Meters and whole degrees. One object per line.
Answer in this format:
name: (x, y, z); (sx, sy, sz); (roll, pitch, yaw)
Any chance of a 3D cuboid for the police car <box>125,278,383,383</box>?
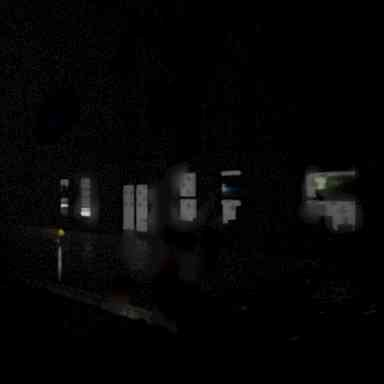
police car: (1.640, 1.446, 2.187); (5.238, 1.638, 1.930); (0, 0, 38)
